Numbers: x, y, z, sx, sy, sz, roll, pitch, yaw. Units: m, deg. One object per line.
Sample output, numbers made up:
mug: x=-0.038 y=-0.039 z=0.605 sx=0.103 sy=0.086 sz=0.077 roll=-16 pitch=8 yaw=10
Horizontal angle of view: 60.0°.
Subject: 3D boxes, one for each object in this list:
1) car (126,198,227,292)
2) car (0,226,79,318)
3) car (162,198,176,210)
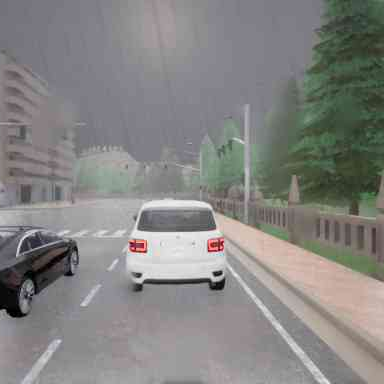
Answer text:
car: x=-0.464 y=1.221 z=9.130 sx=2.150 sy=2.045 sz=5.566 roll=0 pitch=0 yaw=-4
car: x=-3.958 y=1.492 z=7.355 sx=2.128 sy=1.511 sz=4.902 roll=0 pitch=0 yaw=-3
car: x=-3.096 y=1.526 z=44.370 sx=1.812 sy=1.442 sz=4.674 roll=0 pitch=0 yaw=-4
